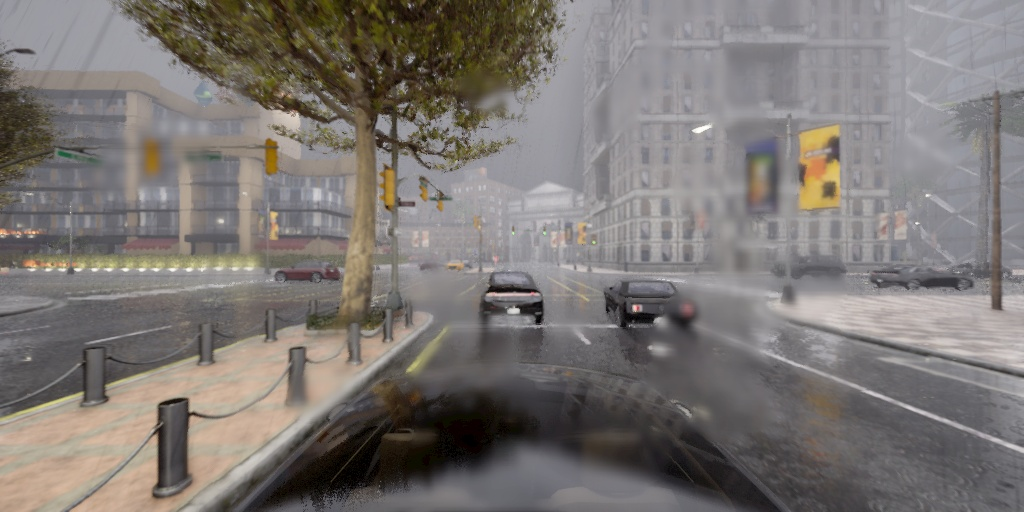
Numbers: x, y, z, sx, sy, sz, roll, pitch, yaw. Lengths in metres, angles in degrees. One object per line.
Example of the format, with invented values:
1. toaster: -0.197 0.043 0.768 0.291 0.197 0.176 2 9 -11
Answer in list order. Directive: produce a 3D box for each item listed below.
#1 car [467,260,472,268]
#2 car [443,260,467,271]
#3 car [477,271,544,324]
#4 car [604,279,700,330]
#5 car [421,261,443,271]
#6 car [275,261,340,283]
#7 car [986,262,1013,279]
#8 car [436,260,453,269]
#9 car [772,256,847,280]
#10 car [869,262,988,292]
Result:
1. car: -8.011 1.362 61.746 1.812 1.442 4.674 0 0 0
2. car: -8.024 1.298 50.959 1.882 1.535 5.008 0 0 0
3. car: -0.120 1.257 11.982 2.128 1.511 4.902 0 0 -4
4. car: 4.066 1.365 11.297 1.895 1.301 4.718 0 0 7
5. car: -11.520 1.422 50.909 1.895 1.301 4.718 0 0 0
6. car: -15.756 1.139 27.624 4.553 1.767 2.097 0 0 11
7. car: 41.226 1.295 31.902 4.892 1.490 1.837 -1 0 1
8. car: -11.511 1.436 61.182 1.895 1.301 4.718 0 0 1
9. car: 26.417 1.014 31.926 5.566 2.045 2.150 0 0 0
10. car: 24.177 1.269 21.228 4.902 1.511 2.128 0 0 0
